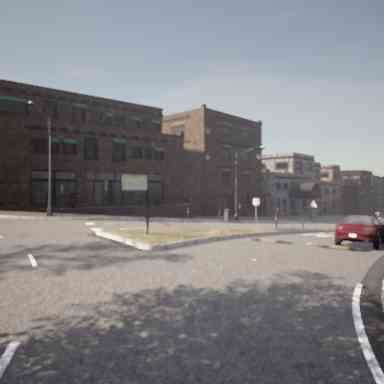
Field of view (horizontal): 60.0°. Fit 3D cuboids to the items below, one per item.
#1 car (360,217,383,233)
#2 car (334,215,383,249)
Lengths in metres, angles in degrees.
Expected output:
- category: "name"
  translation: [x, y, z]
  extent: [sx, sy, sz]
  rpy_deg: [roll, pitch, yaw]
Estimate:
- category: "car"
  translation: [17.704, 3.133, 31.598]
  extent: [1.895, 1.301, 4.718]
  rpy_deg: [0, -4, 42]
- category: "car"
  translation: [8.289, 1.857, 16.134]
  extent: [1.812, 1.442, 4.674]
  rpy_deg: [1, -4, 37]
